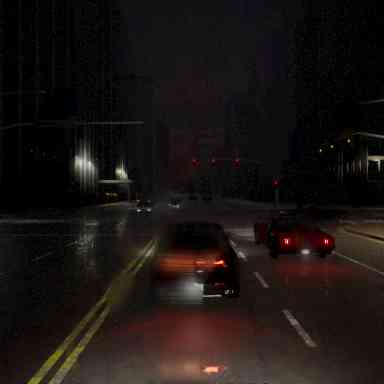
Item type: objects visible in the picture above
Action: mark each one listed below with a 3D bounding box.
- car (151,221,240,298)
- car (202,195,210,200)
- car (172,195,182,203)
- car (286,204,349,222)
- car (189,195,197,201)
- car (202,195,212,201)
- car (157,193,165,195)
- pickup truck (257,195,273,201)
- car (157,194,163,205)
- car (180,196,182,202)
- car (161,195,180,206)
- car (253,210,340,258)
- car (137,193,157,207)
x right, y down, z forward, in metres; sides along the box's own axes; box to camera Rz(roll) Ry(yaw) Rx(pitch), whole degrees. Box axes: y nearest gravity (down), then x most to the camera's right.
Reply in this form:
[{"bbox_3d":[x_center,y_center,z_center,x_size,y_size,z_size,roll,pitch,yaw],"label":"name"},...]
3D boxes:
[{"bbox_3d":[0.084,1.505,8.502,1.837,1.490,4.892,0,0,1],"label":"car"},{"bbox_3d":[3.776,1.552,90.510,1.994,1.385,4.181,0,0,0],"label":"car"},{"bbox_3d":[-3.277,1.478,73.361,1.882,1.535,5.008,0,0,0],"label":"car"},{"bbox_3d":[9.290,1.601,25.305,4.718,1.301,1.895,0,0,1],"label":"car"},{"bbox_3d":[0.243,1.487,80.031,1.837,1.490,4.892,0,0,0],"label":"car"},{"bbox_3d":[3.744,1.478,80.347,1.882,1.535,5.008,0,0,0],"label":"car"},{"bbox_3d":[-6.786,1.225,70.537,2.150,2.045,5.566,0,0,0],"label":"car"},{"bbox_3d":[16.851,1.059,75.811,2.390,2.098,6.274,0,0,31],"label":"pickup truck"},{"bbox_3d":[-6.889,1.505,60.130,1.837,1.490,4.892,0,0,1],"label":"car"},{"bbox_3d":[-3.361,1.601,63.240,1.895,1.301,4.718,0,0,1],"label":"car"},{"bbox_3d":[-3.417,1.564,53.951,1.994,1.385,4.181,0,0,0],"label":"car"},{"bbox_3d":[3.619,1.601,12.758,1.895,1.301,4.718,0,0,0],"label":"car"},{"bbox_3d":[-6.939,1.352,49.977,2.097,1.767,4.553,0,0,0],"label":"car"}]
